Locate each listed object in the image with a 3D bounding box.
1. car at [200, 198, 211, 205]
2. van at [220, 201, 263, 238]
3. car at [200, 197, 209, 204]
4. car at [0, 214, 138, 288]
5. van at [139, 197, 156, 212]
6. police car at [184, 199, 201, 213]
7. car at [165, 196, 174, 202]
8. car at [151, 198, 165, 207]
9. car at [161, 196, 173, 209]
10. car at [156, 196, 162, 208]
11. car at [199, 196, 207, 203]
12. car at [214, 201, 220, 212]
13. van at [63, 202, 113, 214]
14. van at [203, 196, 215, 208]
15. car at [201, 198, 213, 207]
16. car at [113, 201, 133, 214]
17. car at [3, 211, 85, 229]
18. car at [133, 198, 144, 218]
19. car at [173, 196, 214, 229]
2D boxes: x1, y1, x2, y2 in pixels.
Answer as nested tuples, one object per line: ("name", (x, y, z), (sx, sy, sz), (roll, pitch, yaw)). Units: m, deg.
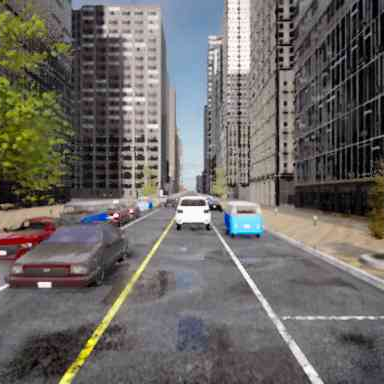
("car", (2.579, 1.812, 63.316), (1.947, 1.339, 4.313), (0, 0, 0))
("van", (2.659, 1.424, 17.967), (1.690, 1.788, 3.998), (0, 0, 0))
("car", (2.568, 1.788, 69.155), (1.752, 1.417, 4.829), (0, 0, 0))
("car", (-3.118, 1.593, 9.705), (2.033, 1.411, 5.357), (0, 0, 0))
("van", (-5.762, 1.514, 40.627), (1.690, 1.788, 3.998), (0, 0, 0))
("police car", (0.026, 1.683, 41.448), (2.038, 1.542, 4.974), (0, 0, 0))
("car", (-5.841, 1.742, 85.975), (1.967, 1.590, 4.097), (0, 0, 0))
("car", (-5.792, 1.779, 57.631), (2.008, 1.369, 4.403), (0, 0, 0))
("car", (-3.169, 1.708, 49.835), (1.837, 1.490, 4.892), (0, 0, 0))
("car", (-5.782, 1.735, 51.794), (1.752, 1.417, 4.829), (0, 0, 0))
("car", (2.548, 1.816, 80.493), (1.752, 1.417, 4.829), (0, 0, 0))
("car", (2.618, 1.739, 40.642), (1.947, 1.339, 4.313), (0, 0, 0))
("van", (-5.722, 1.424, 17.953), (1.690, 1.788, 3.998), (0, 0, 0))
("van", (2.599, 1.552, 51.980), (1.690, 1.788, 3.998), (0, 0, 0))
("car", (2.589, 1.795, 57.647), (1.947, 1.339, 4.313), (0, 0, 0))
("car", (-5.732, 1.547, 23.621), (1.967, 1.590, 4.097), (0, 0, 0))
("car", (-5.712, 1.602, 12.283), (1.887, 1.381, 4.507), (0, 0, 0))
("car", (-5.742, 1.570, 29.288), (1.967, 1.590, 4.097), (0, 0, 0))
("car", (0.057, 1.327, 22.554), (2.150, 2.045, 5.566), (0, 0, -1))
